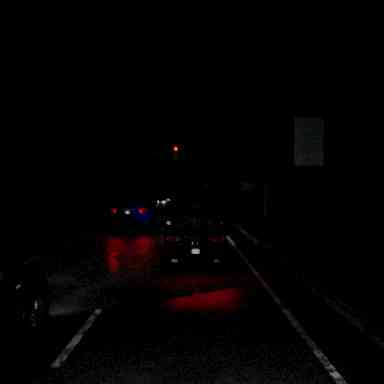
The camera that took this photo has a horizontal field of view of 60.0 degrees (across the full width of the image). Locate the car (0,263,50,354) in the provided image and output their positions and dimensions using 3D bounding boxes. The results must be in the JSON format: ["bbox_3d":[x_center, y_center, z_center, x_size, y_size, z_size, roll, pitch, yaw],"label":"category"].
[{"bbox_3d":[-3.401,1.341,3.658,2.097,1.767,4.553,0,0,0],"label":"car"}]

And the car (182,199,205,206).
[{"bbox_3d":[0.101,1.427,20.925,2.128,1.511,4.902,0,0,0],"label":"car"}]

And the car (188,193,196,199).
[{"bbox_3d":[-0.001,1.078,88.743,2.097,1.767,4.553,0,0,0],"label":"car"}]

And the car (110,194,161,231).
[{"bbox_3d":[-3.399,1.159,20.176,2.150,2.045,5.566,0,0,0],"label":"car"}]

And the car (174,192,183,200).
[{"bbox_3d":[-3.501,0.949,88.420,2.150,2.045,5.566,0,0,0],"label":"car"}]

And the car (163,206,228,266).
[{"bbox_3d":[0.100,1.442,11.421,1.882,1.535,5.008,0,0,0],"label":"car"}]

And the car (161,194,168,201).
[{"bbox_3d":[-7.001,1.275,73.757,1.837,1.490,4.892,0,0,0],"label":"car"}]

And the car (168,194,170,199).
[{"bbox_3d":[-7.001,1.239,89.684,2.033,1.411,5.357,0,0,0],"label":"car"}]
